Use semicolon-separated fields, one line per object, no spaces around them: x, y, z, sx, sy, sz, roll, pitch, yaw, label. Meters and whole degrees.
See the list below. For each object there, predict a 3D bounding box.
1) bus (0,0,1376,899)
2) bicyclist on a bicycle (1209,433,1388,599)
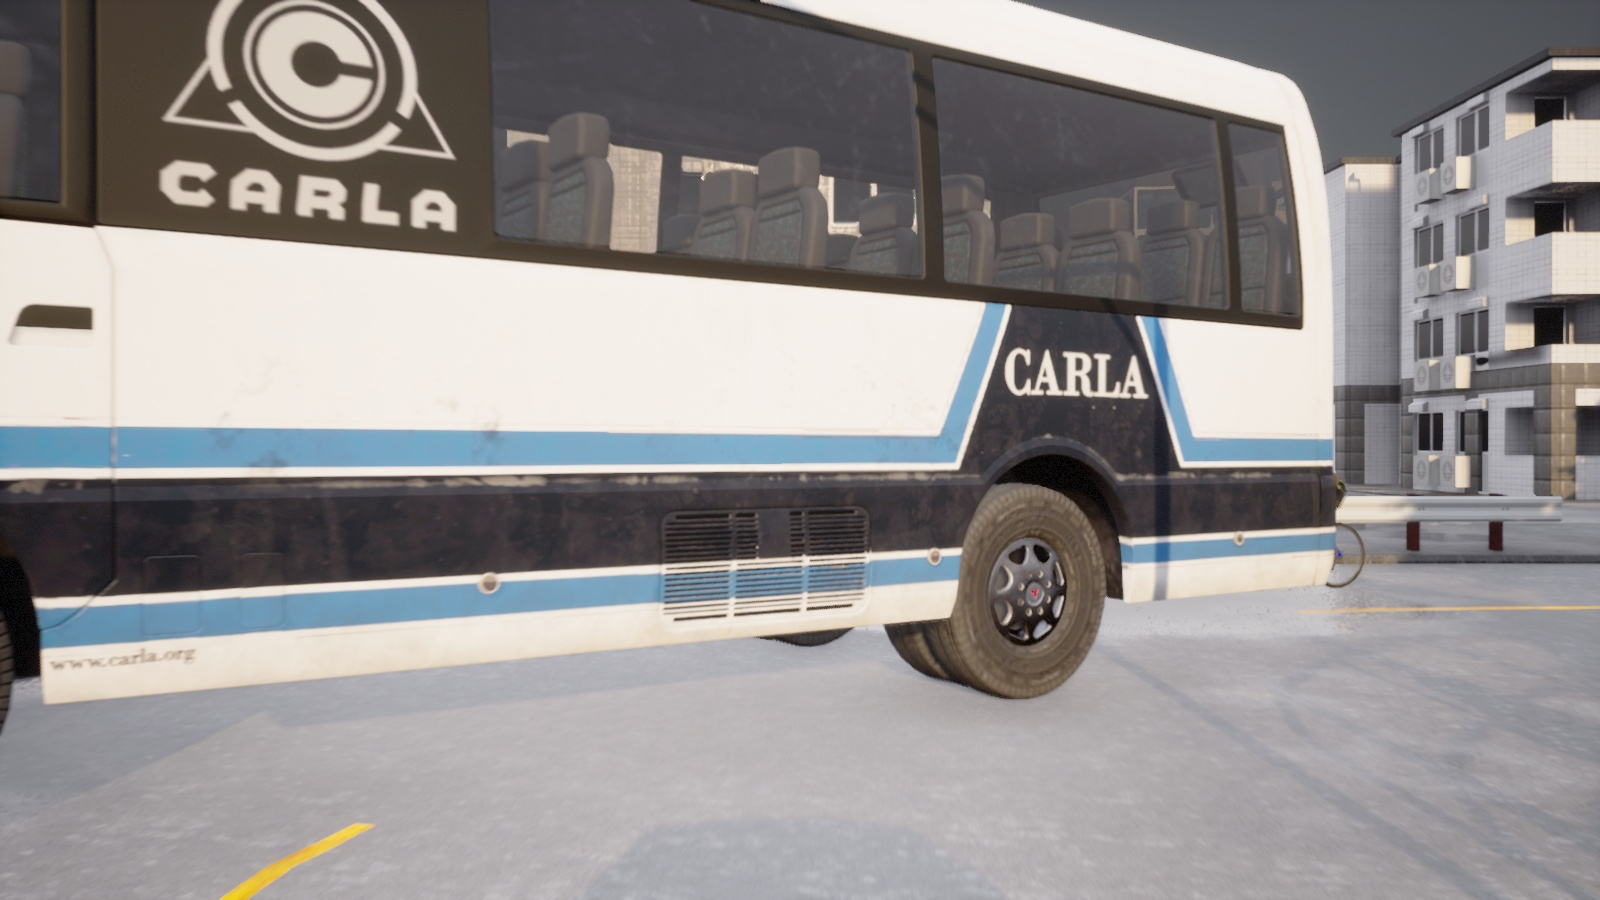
-1.647;-0.676;6.969;10.273;4.253;3.944;0;1;-34;bus
5.049;0.637;12.729;1.656;1.620;0.582;0;0;-15;bicyclist on a bicycle
